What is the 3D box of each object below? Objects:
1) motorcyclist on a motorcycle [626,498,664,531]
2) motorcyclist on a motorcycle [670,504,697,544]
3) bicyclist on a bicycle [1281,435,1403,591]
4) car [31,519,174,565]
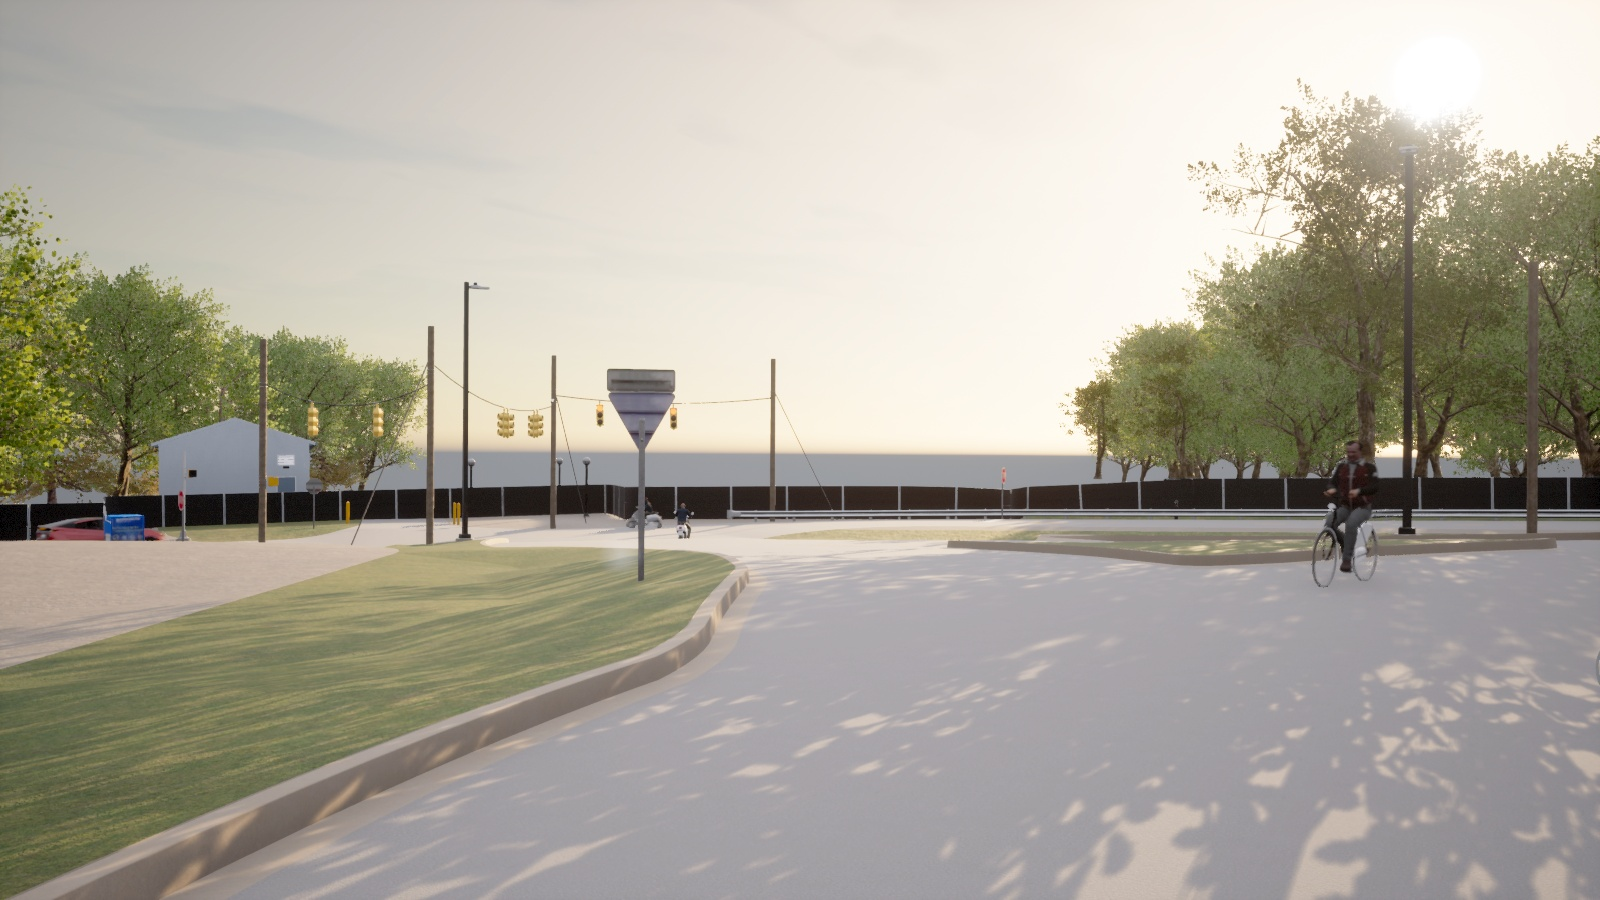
[{"bbox_3d":[-7.774,3.220,62.879,1.817,1.590,0.866,-1,0,-5],"label":"motorcyclist on a motorcycle"},{"bbox_3d":[-4.876,3.068,52.578,0.866,1.590,1.817,0,-1,2],"label":"motorcyclist on a motorcycle"},{"bbox_3d":[6.573,0.714,15.181,1.843,1.776,0.659,0,0,-43],"label":"bicyclist on a bicycle"},{"bbox_3d":[-27.606,3.605,49.824,2.007,1.525,4.514,0,-1,40],"label":"car"}]
